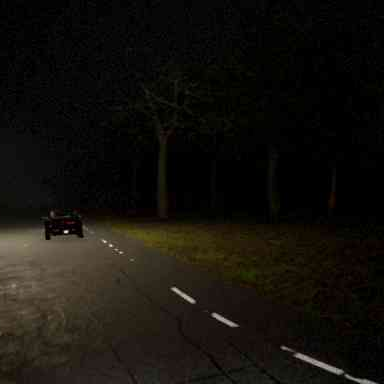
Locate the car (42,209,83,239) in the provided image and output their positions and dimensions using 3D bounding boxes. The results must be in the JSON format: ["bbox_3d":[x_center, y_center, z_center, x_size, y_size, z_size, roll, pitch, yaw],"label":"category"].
[{"bbox_3d":[-7.367,1.758,18.931,1.837,1.490,4.892,0,-1,-25],"label":"car"}]
